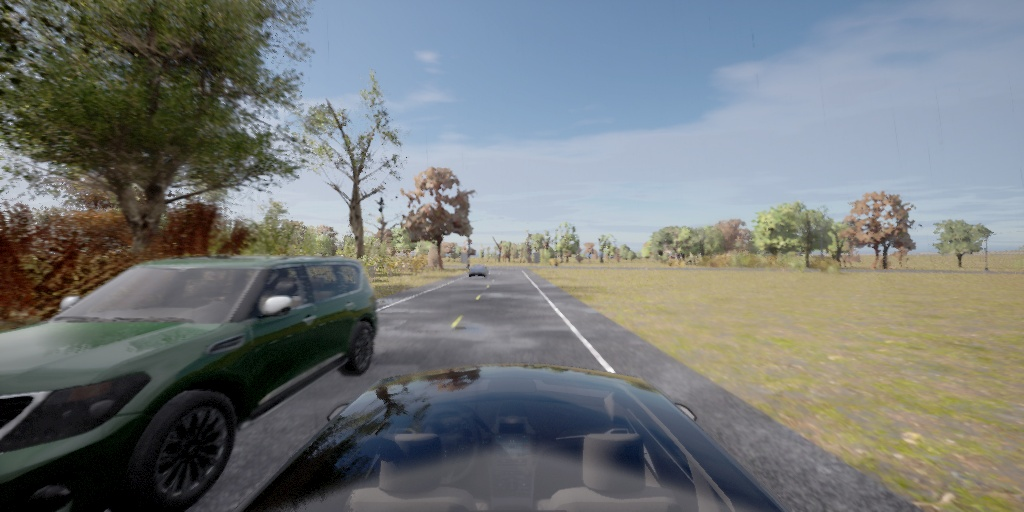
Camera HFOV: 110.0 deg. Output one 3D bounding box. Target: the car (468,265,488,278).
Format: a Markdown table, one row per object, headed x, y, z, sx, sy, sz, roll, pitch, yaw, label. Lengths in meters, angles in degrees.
| x | y | z | sx | sy | sz | roll | pitch | yaw | label |
| --- | --- | --- | --- | --- | --- | --- | --- | --- | --- |
| -3.569 | 1.629 | 38.940 | 2.033 | 1.411 | 5.357 | 0 | 0 | 0 | car |

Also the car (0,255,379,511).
| x | y | z | sx | sy | sz | roll | pitch | yaw | label |
| --- | --- | --- | --- | --- | --- | --- | --- | --- | --- |
| -3.600 | 0.998 | 4.643 | 2.150 | 2.045 | 5.566 | 0 | -1 | 0 | car |
